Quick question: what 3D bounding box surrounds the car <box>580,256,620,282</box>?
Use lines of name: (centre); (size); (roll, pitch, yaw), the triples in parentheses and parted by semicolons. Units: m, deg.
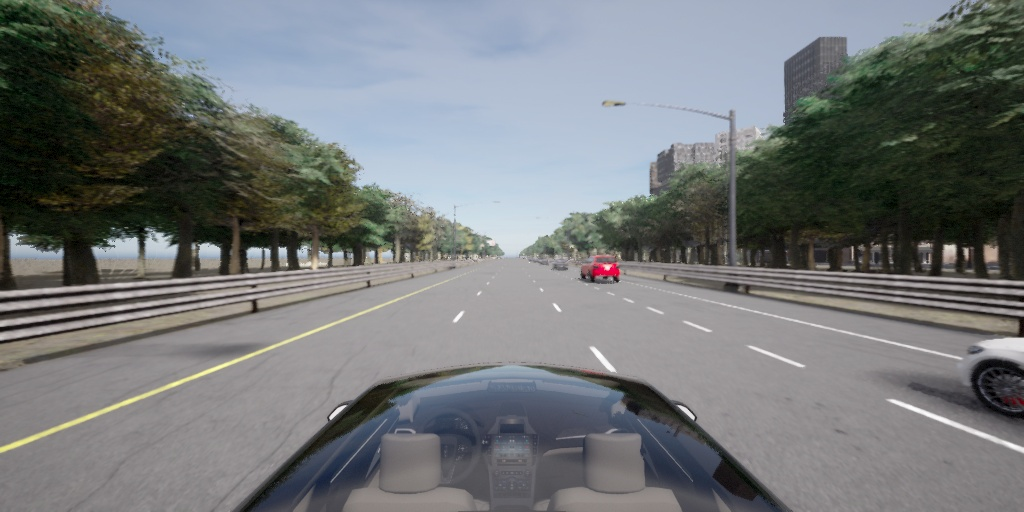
car: (6.994, 0.986, 28.903); (2.150, 2.045, 5.566); (0, 0, 0)

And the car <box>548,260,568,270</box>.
car: (7.018, 1.284, 52.823); (2.128, 1.511, 4.902); (0, 0, 0)

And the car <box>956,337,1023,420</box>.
car: (7.002, 1.278, 2.893); (1.812, 1.442, 4.674); (0, 0, 0)
